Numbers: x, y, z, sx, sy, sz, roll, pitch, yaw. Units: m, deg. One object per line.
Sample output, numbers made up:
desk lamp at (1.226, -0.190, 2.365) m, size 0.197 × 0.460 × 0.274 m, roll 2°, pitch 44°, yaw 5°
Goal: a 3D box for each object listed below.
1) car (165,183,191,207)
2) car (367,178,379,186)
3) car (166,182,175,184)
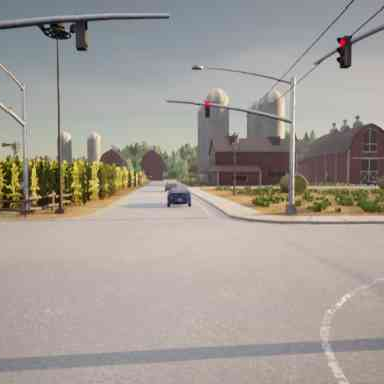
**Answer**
car at (-1.120, 0.334, 27.631) m, size 1.882 × 1.535 × 5.008 m, roll 0°, pitch 3°, yaw -5°
car at (42.346, -2.366, 77.564) m, size 1.905 × 1.878 × 3.866 m, roll 10°, pitch 10°, yaw 41°
car at (-3.357, -0.835, 52.861) m, size 2.128 × 1.511 × 4.902 m, roll 0°, pitch 3°, yaw -5°
